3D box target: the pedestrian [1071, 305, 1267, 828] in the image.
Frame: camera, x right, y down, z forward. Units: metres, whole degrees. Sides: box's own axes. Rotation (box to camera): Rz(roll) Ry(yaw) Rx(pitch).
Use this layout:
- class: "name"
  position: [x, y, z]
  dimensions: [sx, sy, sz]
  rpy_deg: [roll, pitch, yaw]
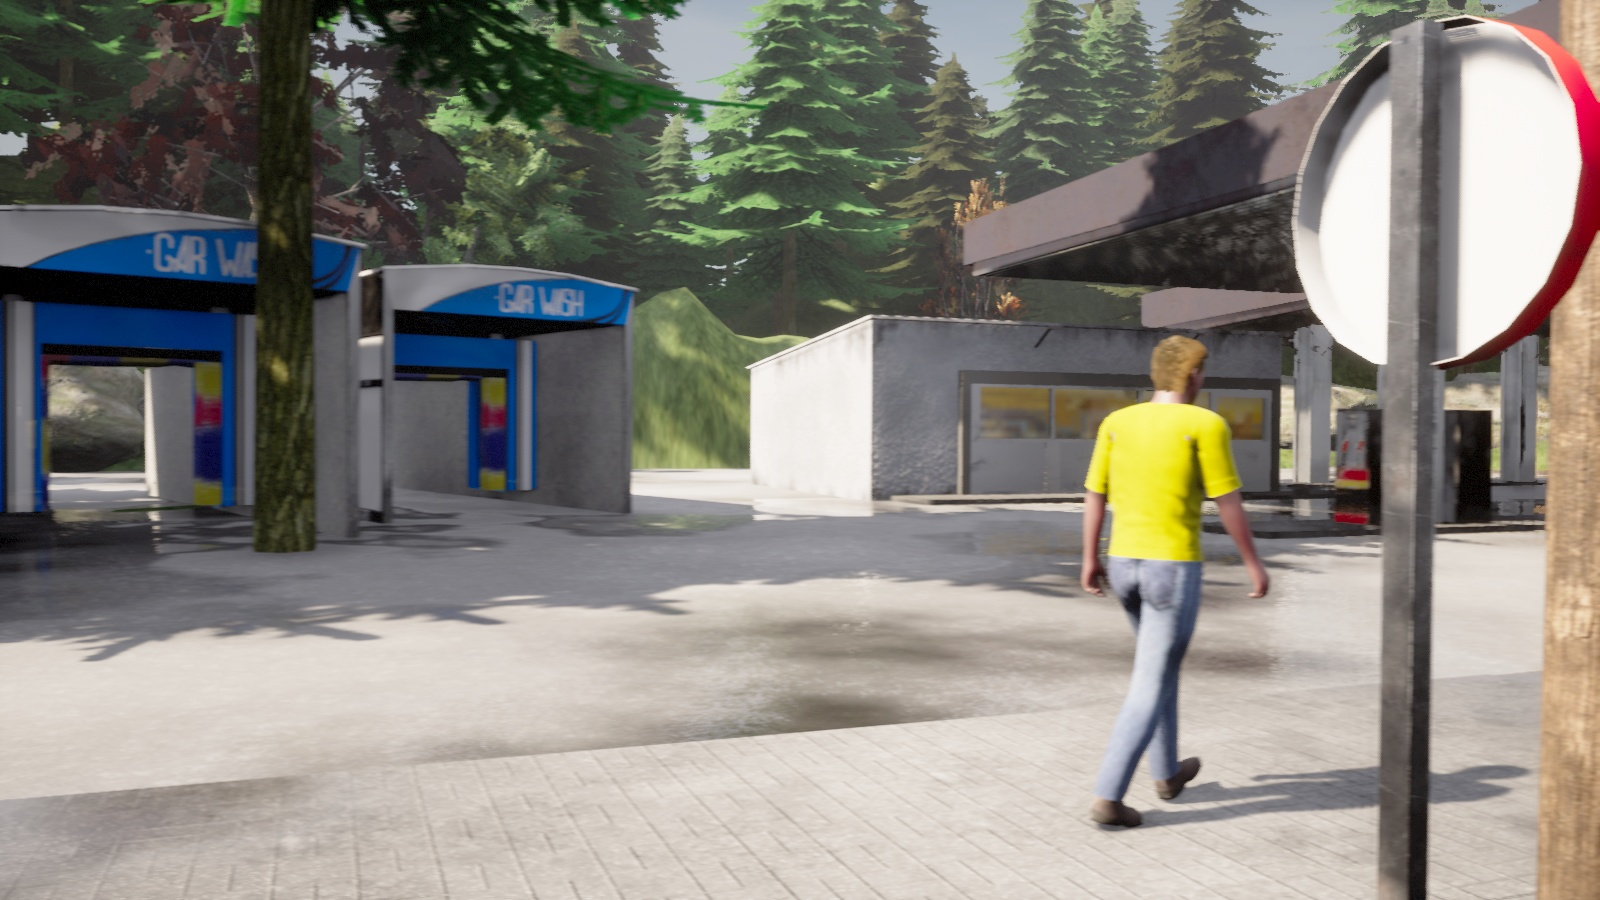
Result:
- class: "pedestrian"
  position: [1.405, 0.404, 4.756]
  dimensions: [0.706, 1.836, 0.354]
  rpy_deg: [-2, 1, -38]
